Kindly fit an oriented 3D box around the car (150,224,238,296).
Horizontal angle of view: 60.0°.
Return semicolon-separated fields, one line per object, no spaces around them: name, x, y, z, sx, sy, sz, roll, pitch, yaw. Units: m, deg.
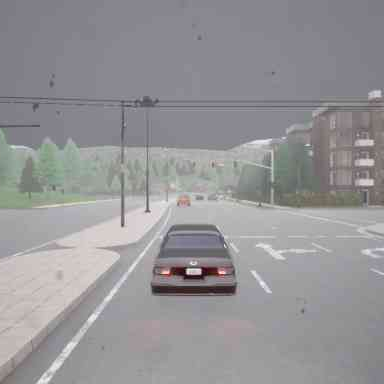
car;0.042;1.547;8.787;2.033;1.411;5.357;0;0;0

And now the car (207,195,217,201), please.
car;5.477;1.539;85.403;2.033;1.411;5.357;0;0;0

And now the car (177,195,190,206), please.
car;-1.359;1.352;54.532;2.097;1.767;4.553;0;0;-1

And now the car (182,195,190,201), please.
car;-1.523;1.523;85.357;1.812;1.442;4.674;0;0;0

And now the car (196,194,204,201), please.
car;1.977;1.477;85.396;1.882;1.535;5.008;0;0;0
